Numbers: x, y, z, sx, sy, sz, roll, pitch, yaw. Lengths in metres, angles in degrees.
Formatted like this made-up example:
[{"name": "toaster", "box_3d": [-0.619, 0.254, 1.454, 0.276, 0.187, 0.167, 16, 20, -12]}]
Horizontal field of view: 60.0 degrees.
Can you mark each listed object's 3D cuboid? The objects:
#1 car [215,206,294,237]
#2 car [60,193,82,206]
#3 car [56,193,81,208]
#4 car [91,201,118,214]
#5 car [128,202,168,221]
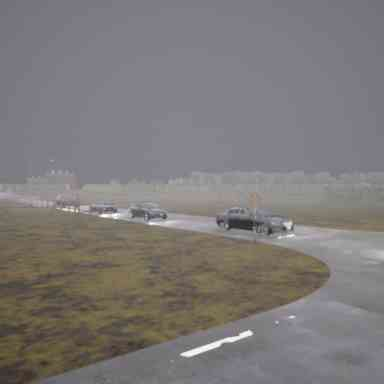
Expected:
[{"name": "car", "box_3d": [3.433, 1.584, 18.962, 2.128, 1.511, 4.902, -2, 1, -39]}, {"name": "car", "box_3d": [-21.162, 1.252, 58.051, 2.150, 2.045, 5.566, -2, 1, -36]}, {"name": "car", "box_3d": [-18.769, 1.344, 49.814, 2.150, 2.045, 5.566, -2, 1, -36]}, {"name": "car", "box_3d": [-9.951, 1.688, 37.384, 1.994, 1.385, 4.181, -2, 1, -35]}, {"name": "car", "box_3d": [-3.892, 1.626, 28.903, 1.837, 1.490, 4.892, -2, 1, -36]}]
